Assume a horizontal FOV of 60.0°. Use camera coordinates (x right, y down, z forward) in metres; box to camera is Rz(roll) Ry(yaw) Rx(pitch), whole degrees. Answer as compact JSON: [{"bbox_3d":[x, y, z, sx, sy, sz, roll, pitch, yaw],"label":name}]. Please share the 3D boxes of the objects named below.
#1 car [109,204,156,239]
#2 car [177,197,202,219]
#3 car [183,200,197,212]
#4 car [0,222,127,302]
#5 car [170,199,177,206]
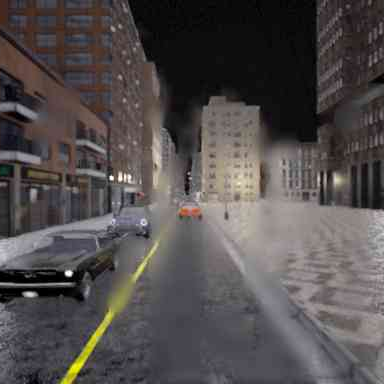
[{"bbox_3d":[-3.222,1.546,18.638,2.097,1.767,4.553,0,-1,0],"label":"car"},{"bbox_3d":[-0.146,1.666,32.666,2.097,1.767,4.553,0,-1,0],"label":"car"},{"bbox_3d":[-0.258,1.920,45.997,1.882,1.535,5.008,0,0,0],"label":"car"},{"bbox_3d":[-3.152,1.699,8.647,1.895,1.301,4.718,0,-1,0],"label":"car"},{"bbox_3d":[-3.539,2.184,67.938,1.812,1.442,4.674,0,0,0],"label":"car"}]
